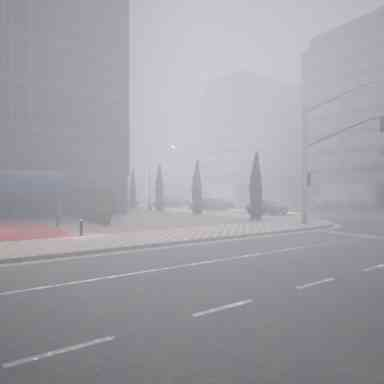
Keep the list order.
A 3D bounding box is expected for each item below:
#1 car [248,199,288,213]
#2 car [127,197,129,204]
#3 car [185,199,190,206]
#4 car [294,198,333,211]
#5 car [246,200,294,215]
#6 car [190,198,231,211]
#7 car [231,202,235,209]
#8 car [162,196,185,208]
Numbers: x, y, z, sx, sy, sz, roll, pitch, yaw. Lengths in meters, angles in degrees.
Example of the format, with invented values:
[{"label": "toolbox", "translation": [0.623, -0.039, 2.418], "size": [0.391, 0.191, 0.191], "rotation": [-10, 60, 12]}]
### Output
[{"label": "car", "translation": [8.604, 1.556, 37.981], "size": [1.994, 1.385, 4.181], "rotation": [0, 0, -35]}, {"label": "car", "translation": [-12.111, 1.593, 61.724], "size": [1.895, 1.301, 4.718], "rotation": [0, 0, -35]}, {"label": "car", "translation": [-1.899, 1.556, 53.054], "size": [1.994, 1.385, 4.181], "rotation": [0, 0, -35]}, {"label": "car", "translation": [14.948, 1.467, 41.470], "size": [1.882, 1.535, 5.008], "rotation": [0, 0, -35]}, {"label": "car", "translation": [7.457, 1.519, 33.507], "size": [1.812, 1.442, 4.674], "rotation": [0, 0, -37]}, {"label": "car", "translation": [2.210, 1.497, 41.029], "size": [1.837, 1.490, 4.892], "rotation": [0, 0, -35]}, {"label": "car", "translation": [3.798, 1.556, 44.873], "size": [1.994, 1.385, 4.181], "rotation": [0, 0, -35]}, {"label": "car", "translation": [-3.518, 1.345, 49.254], "size": [2.097, 1.767, 4.553], "rotation": [0, 0, -35]}]
